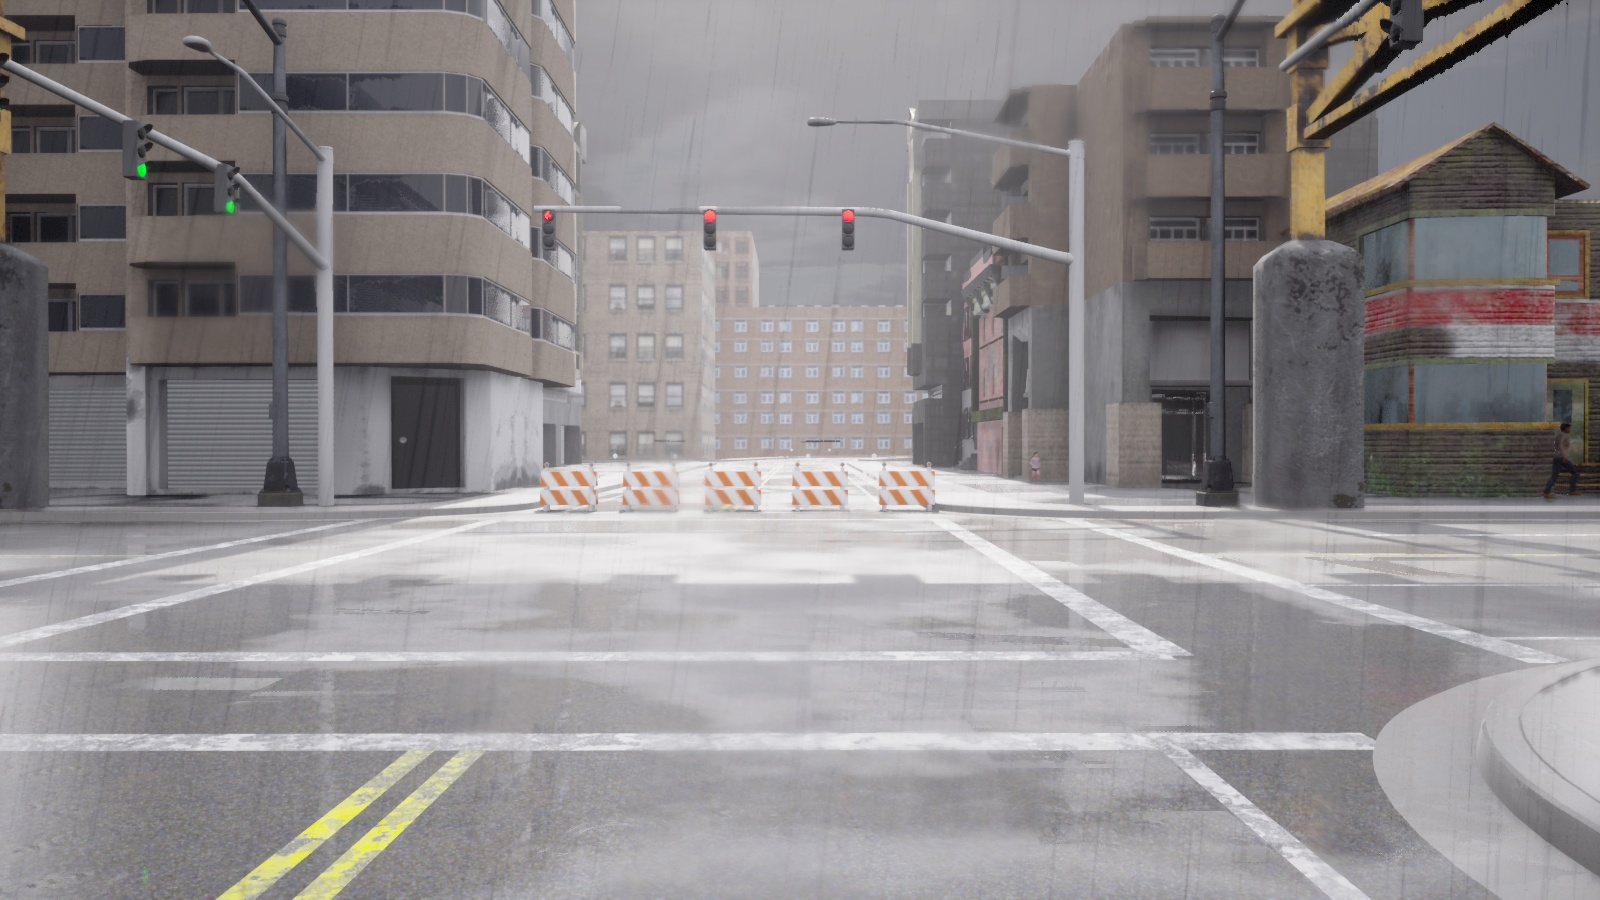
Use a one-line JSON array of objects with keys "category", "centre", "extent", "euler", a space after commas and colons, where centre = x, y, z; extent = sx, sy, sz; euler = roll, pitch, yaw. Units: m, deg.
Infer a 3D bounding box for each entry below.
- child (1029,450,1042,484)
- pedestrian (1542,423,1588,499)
[{"category": "child", "centre": [7.754, 0.564, 41.343], "extent": [0.255, 1.110, 0.394], "euler": [0, 0, -13]}, {"category": "pedestrian", "centre": [18.128, 0.258, 29.767], "extent": [0.869, 1.805, 0.328], "euler": [0, 0, 5]}]
